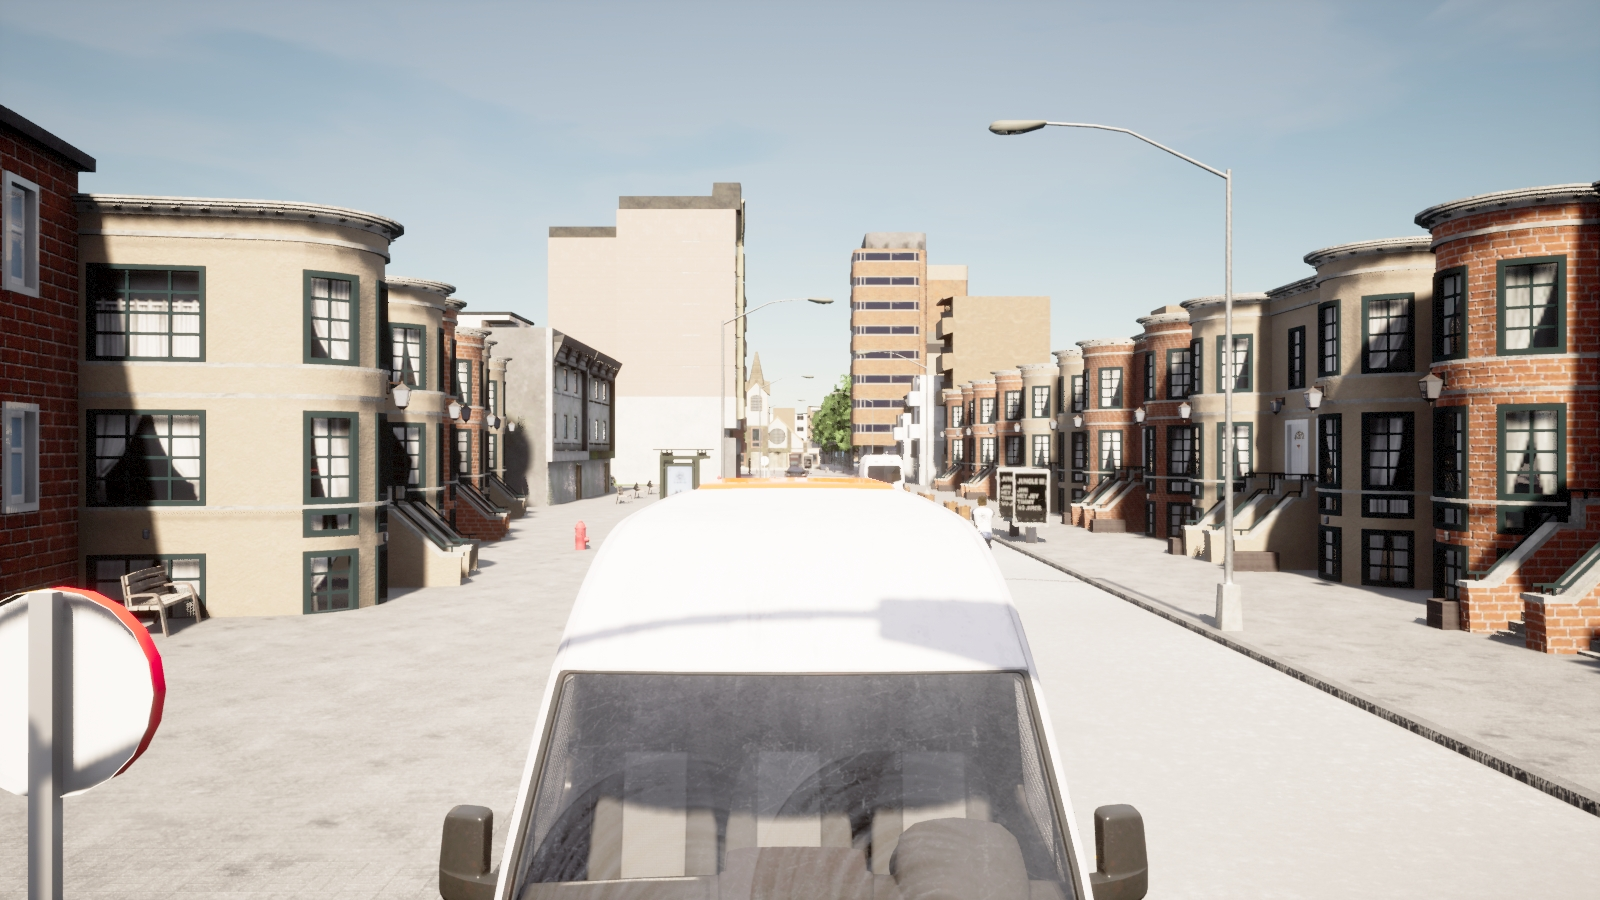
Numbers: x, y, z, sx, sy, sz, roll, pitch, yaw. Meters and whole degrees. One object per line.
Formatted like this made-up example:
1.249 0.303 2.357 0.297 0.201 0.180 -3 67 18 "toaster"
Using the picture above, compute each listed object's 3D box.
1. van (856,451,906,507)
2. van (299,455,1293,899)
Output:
3.830 1.314 54.989 1.988 2.561 5.915 0 0 0 "van"
-0.019 1.314 5.243 1.988 2.561 5.915 0 0 0 "van"
